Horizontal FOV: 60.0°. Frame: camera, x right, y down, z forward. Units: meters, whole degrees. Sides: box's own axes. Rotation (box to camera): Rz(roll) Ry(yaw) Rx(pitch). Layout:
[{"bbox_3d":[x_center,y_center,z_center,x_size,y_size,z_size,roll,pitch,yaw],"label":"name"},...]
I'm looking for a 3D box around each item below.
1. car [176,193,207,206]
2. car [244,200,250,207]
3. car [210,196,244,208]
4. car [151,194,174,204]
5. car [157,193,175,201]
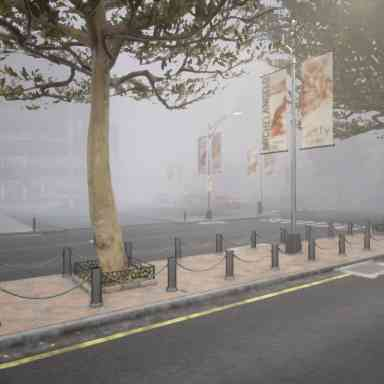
[{"bbox_3d":[-0.178,1.352,55.955,2.097,1.767,4.553,0,0,-36],"label":"car"},{"bbox_3d":[6.980,1.526,52.017,1.812,1.442,4.674,0,0,-36],"label":"car"},{"bbox_3d":[4.916,1.352,48.874,2.097,1.767,4.553,0,0,-35],"label":"car"},{"bbox_3d":[-6.081,1.564,63.566,1.994,1.385,4.181,0,0,-42],"label":"car"},{"bbox_3d":[-5.085,1.221,67.868,5.566,2.045,2.150,0,0,45],"label":"car"}]
